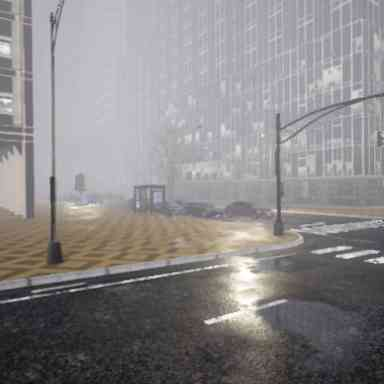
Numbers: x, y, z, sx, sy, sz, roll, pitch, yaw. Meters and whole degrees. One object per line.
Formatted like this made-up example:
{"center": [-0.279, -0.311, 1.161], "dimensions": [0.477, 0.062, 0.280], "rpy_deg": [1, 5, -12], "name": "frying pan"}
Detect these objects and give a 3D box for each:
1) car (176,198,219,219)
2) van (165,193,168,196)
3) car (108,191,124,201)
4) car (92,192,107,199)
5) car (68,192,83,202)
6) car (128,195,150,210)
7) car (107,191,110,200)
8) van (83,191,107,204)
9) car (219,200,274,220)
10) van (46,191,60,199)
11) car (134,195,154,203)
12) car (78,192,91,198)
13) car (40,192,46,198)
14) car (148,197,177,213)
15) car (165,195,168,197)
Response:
{"center": [0.835, 1.485, 28.075], "dimensions": [1.947, 1.339, 4.313], "rpy_deg": [0, 1, -34], "name": "car"}
{"center": [-4.955, 0.946, 51.645], "dimensions": [1.690, 1.788, 3.998], "rpy_deg": [0, 1, -34], "name": "van"}
{"center": [-14.570, 1.028, 65.730], "dimensions": [1.802, 1.307, 4.206], "rpy_deg": [0, 1, -34], "name": "car"}
{"center": [-20.979, 0.780, 75.115], "dimensions": [1.967, 1.590, 4.097], "rpy_deg": [0, 1, -34], "name": "car"}
{"center": [-21.491, 1.105, 61.005], "dimensions": [2.008, 1.369, 4.403], "rpy_deg": [0, 1, -34], "name": "car"}
{"center": [-5.512, 1.382, 37.507], "dimensions": [1.947, 1.339, 4.313], "rpy_deg": [0, 1, -34], "name": "car"}
{"center": [-17.774, 0.708, 70.421], "dimensions": [2.192, 1.841, 5.009], "rpy_deg": [0, 1, -34], "name": "car"}
{"center": [-15.080, 1.002, 51.615], "dimensions": [1.690, 1.788, 3.998], "rpy_deg": [0, 1, -34], "name": "van"}
{"center": [4.592, 1.434, 27.382], "dimensions": [1.812, 1.442, 4.674], "rpy_deg": [-1, 1, -34], "name": "car"}
{"center": [-31.105, 0.735, 75.084], "dimensions": [1.690, 1.788, 3.998], "rpy_deg": [0, 1, -34], "name": "van"}
{"center": [-8.160, 1.135, 56.341], "dimensions": [1.802, 1.307, 4.206], "rpy_deg": [0, 1, -34], "name": "car"}
{"center": [-27.389, 0.783, 84.504], "dimensions": [2.008, 1.369, 4.403], "rpy_deg": [0, 1, -34], "name": "car"}
{"center": [-34.309, 0.780, 79.779], "dimensions": [1.967, 1.590, 4.097], "rpy_deg": [0, 1, -34], "name": "car"}
{"center": [-2.356, 1.450, 32.781], "dimensions": [1.802, 1.307, 4.206], "rpy_deg": [0, 1, -34], "name": "car"}
{"center": [-0.776, 1.387, 35.239], "dimensions": [1.994, 1.385, 4.181], "rpy_deg": [-1, 1, -35], "name": "car"}
